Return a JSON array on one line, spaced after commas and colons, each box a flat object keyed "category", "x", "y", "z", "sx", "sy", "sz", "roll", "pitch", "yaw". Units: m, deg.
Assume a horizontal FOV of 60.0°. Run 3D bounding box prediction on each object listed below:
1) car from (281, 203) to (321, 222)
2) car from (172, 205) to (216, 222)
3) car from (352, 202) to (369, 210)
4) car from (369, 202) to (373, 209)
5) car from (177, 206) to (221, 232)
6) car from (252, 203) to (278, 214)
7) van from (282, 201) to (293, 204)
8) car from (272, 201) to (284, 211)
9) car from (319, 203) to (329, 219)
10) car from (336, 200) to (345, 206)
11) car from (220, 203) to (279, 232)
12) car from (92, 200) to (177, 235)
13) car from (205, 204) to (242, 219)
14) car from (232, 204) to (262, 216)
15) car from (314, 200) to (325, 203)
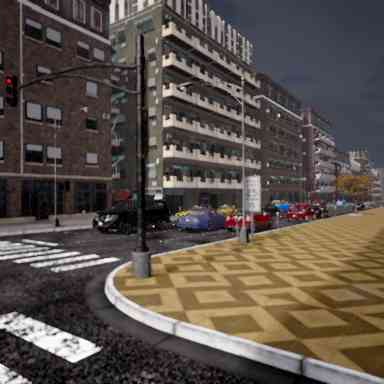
[{"category": "car", "x": 10.416, "y": 2.032, "z": 31.594, "sx": 1.887, "sy": 1.381, "sz": 4.507, "roll": -2, "pitch": -2, "yaw": 35}, {"category": "car", "x": 0.265, "y": 2.003, "z": 31.578, "sx": 1.752, "sy": 1.417, "sz": 4.829, "roll": -2, "pitch": -2, "yaw": 35}, {"category": "car", "x": 29.820, "y": 2.583, "z": 59.386, "sx": 1.947, "sy": 1.339, "sz": 4.313, "roll": -2, "pitch": -2, "yaw": 35}, {"category": "car", "x": 36.287, "y": 2.745, "z": 68.650, "sx": 2.008, "sy": 1.369, "sz": 4.403, "roll": -2, "pitch": -2, "yaw": 35}, {"category": "car", "x": 1.184, "y": 1.867, "z": 22.918, "sx": 2.033, "sy": 1.411, "sz": 5.357, "roll": -1, "pitch": -1, "yaw": 36}, {"category": "car", "x": 10.064, "y": 2.290, "z": 45.613, "sx": 1.887, "sy": 1.381, "sz": 4.507, "roll": -2, "pitch": -2, "yaw": 35}, {"category": "van", "x": 13.296, "y": 2.175, "z": 50.251, "sx": 1.690, "sy": 1.788, "sz": 3.998, "roll": -2, "pitch": -2, "yaw": 35}, {"category": "car", "x": 8.755, "y": 2.131, "z": 39.224, "sx": 1.837, "sy": 1.490, "sz": 4.892, "roll": -1, "pitch": -1, "yaw": 35}, {"category": "car", "x": 13.650, "y": 2.142, "z": 36.225, "sx": 1.947, "sy": 1.339, "sz": 4.313, "roll": -2, "pitch": -2, "yaw": 35}, {"category": "car", "x": 39.071, "y": 2.884, "z": 87.247, "sx": 1.690, "sy": 1.788, "sz": 3.998, "roll": -2, "pitch": -2, "yaw": 35}, {"category": "car", "x": 3.947, "y": 1.751, "z": 22.332, "sx": 1.967, "sy": 1.590, "sz": 4.097, "roll": -2, "pitch": -2, "yaw": 35}, {"category": "car", "x": -3.691, "y": 1.509, "z": 21.428, "sx": 2.150, "sy": 2.045, "sz": 5.566, "roll": -1, "pitch": -1, "yaw": 35}, {"category": "car", "x": 3.499, "y": 2.091, "z": 36.209, "sx": 1.752, "sy": 1.417, "sz": 4.829, "roll": -2, "pitch": -2, "yaw": 35}, {"category": "car", "x": 6.831, "y": 2.223, "z": 40.980, "sx": 1.947, "sy": 1.339, "sz": 4.313, "roll": -2, "pitch": -2, "yaw": 35}, {"category": "car", "x": 26.232, "y": 2.502, "z": 68.780, "sx": 2.192, "sy": 1.841, "sz": 5.009, "roll": -2, "pitch": -2, "yaw": 35}]
